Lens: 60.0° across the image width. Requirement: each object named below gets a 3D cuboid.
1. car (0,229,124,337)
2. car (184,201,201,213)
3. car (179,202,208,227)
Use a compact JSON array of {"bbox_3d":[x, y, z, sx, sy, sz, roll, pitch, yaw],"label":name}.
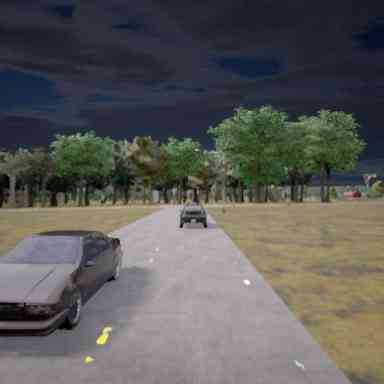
[{"bbox_3d":[-2.822,1.563,7.210,2.033,1.411,5.357,0,0,0],"label":"car"},{"bbox_3d":[0.102,1.890,41.574,1.994,1.385,4.181,0,-1,0],"label":"car"},{"bbox_3d":[0.099,1.623,23.998,1.837,1.490,4.892,0,0,0],"label":"car"}]
